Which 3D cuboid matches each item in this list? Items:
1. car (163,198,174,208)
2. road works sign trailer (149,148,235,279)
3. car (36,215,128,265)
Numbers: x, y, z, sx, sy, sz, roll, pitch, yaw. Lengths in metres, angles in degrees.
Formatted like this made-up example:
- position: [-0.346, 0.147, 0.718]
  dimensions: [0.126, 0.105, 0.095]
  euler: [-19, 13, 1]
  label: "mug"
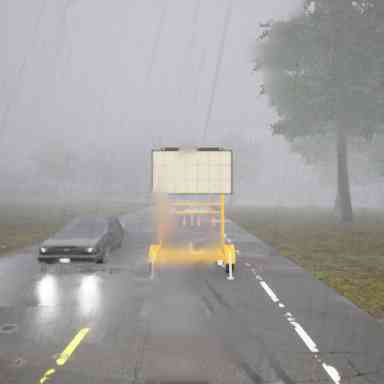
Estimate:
- position: [-3.906, 1.764, 54.296]
  dimensions: [1.882, 1.535, 5.008]
  euler: [0, -1, -1]
  label: "car"
- position: [0.002, 0.477, 10.018]
  dimensions: [2.380, 3.560, 2.880]
  euler: [0, 0, 0]
  label: "road works sign trailer"
- position: [-3.607, 1.565, 12.085]
  dimensions: [2.033, 1.411, 5.357]
  euler: [0, 0, 0]
  label: "car"
